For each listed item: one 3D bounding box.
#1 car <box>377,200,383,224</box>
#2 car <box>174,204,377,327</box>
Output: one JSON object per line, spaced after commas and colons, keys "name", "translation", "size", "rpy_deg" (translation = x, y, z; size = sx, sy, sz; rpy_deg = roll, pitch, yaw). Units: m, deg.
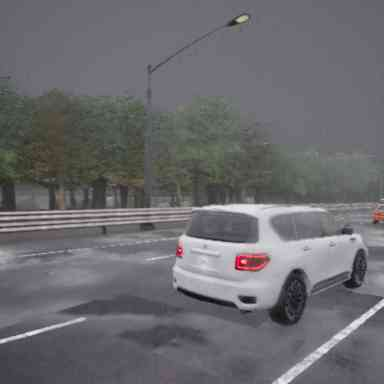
{"name": "car", "translation": [17.057, 1.798, 28.210], "size": [2.097, 1.767, 4.553], "rpy_deg": [0, -1, 43]}
{"name": "car", "translation": [2.081, 1.286, 7.507], "size": [2.150, 2.045, 5.566], "rpy_deg": [0, -1, 44]}
